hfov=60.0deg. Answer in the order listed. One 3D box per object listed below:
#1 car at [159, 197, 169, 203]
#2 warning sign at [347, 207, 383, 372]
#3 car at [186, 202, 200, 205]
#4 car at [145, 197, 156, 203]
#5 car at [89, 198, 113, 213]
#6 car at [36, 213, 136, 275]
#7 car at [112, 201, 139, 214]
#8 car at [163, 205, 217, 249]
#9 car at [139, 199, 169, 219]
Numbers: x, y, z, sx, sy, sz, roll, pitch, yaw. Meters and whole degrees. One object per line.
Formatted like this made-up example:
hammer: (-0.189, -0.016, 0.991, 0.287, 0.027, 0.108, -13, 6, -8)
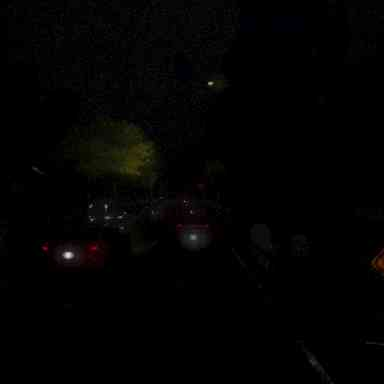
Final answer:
car: (-6.517, 1.804, 77.982, 2.033, 1.411, 5.357, 0, -1, 0)
warning sign: (2.831, 1.129, 4.079, 1.300, 1.860, 1.060, -1, -1, 0)
car: (0.088, 1.661, 31.174, 1.812, 1.442, 4.674, 0, 0, 0)
car: (-9.767, 1.785, 78.397, 2.033, 1.411, 5.357, 0, -1, 0)
car: (-9.852, 1.518, 36.981, 2.097, 1.767, 4.553, 0, 0, 0)
car: (-3.173, 1.602, 10.581, 1.994, 1.385, 4.181, 0, 0, 0)
car: (-6.607, 1.706, 35.564, 2.033, 1.411, 5.357, 0, 0, 0)
car: (0.089, 1.547, 14.885, 2.128, 1.511, 4.902, 0, 0, 0)
car: (-3.164, 1.622, 30.153, 2.128, 1.511, 4.902, 0, 0, 0)
